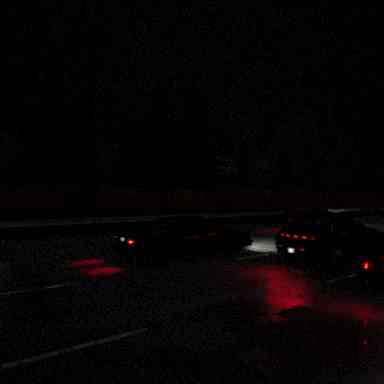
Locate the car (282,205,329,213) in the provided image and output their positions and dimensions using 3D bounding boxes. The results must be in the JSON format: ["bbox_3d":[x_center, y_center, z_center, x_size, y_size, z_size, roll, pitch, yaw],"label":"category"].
[{"bbox_3d":[8.241,1.653,22.648,5.008,1.535,1.882,1,-1,-36],"label":"car"}]

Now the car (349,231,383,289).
[{"bbox_3d":[6.082,1.685,8.139,4.718,1.301,1.895,1,0,-36],"label":"car"}]

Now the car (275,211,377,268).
[{"bbox_3d":[5.014,1.597,11.686,4.892,1.490,1.837,2,-1,-36],"label":"car"}]

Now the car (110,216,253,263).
[{"bbox_3d":[-0.224,1.608,12.214,5.357,1.411,2.033,1,0,-36],"label":"car"}]
